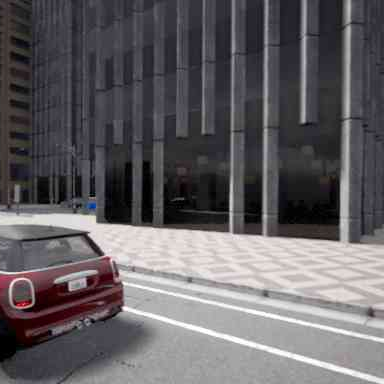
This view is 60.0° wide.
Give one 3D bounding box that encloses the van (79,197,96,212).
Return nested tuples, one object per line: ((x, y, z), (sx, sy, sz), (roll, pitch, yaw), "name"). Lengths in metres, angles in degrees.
((-11.687, 1.538, 41.751), (1.690, 1.788, 3.998), (1, 0, 36), "van")

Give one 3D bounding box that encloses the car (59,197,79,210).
((-15.947, 1.495, 45.856), (2.097, 1.767, 4.553), (1, 0, 36), "car")

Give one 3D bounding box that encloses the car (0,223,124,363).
((-3.404, 1.386, 6.112), (4.553, 1.767, 2.097), (0, 0, 36), "car")
